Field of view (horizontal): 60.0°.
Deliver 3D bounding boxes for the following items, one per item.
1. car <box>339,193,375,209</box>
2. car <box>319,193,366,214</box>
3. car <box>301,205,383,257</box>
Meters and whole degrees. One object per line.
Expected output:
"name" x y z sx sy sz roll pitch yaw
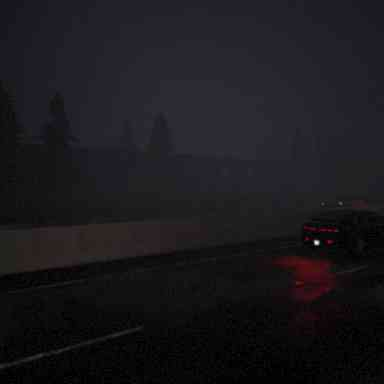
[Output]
"car" 19.709 1.037 39.674 4.553 1.767 2.097 -1 0 -37
"car" 14.249 1.060 31.424 4.553 1.767 2.097 -1 0 -36
"car" 6.086 1.387 12.414 4.892 1.490 1.837 -1 0 -36
